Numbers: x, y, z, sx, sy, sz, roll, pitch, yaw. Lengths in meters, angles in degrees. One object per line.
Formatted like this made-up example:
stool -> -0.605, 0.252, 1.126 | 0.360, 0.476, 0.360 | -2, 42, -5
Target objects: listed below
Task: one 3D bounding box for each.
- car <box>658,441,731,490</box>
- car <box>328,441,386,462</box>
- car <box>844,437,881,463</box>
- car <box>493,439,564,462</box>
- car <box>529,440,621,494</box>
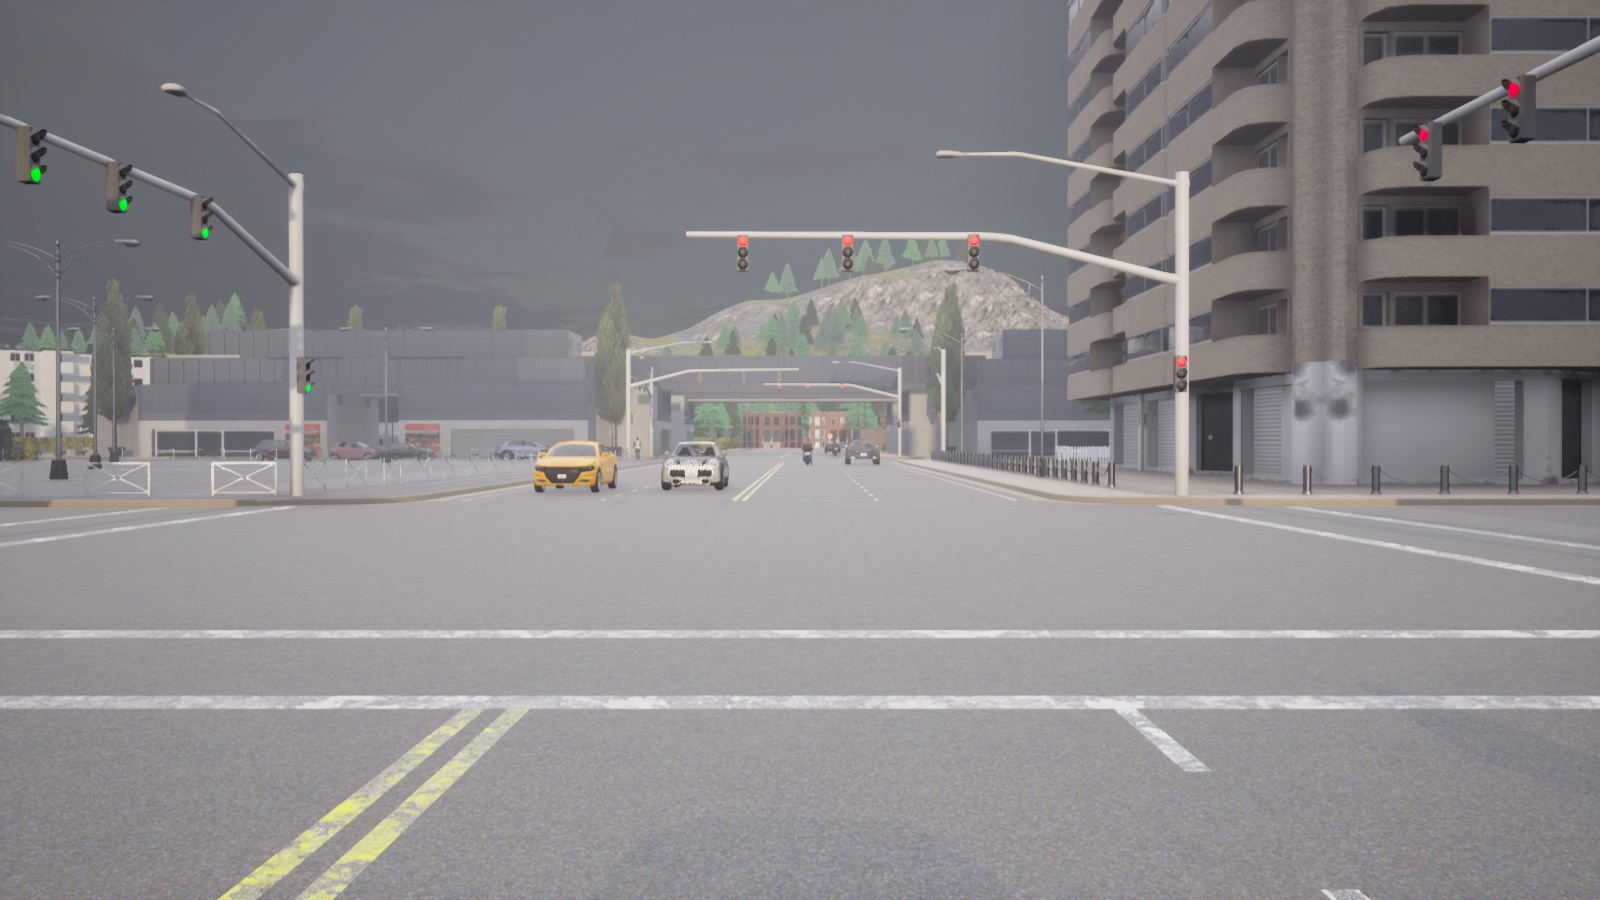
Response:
car -> -3.257, 0.445, 39.459 | 1.970, 1.475, 3.806 | 0, 0, 0
car -> -33.030, 0.106, 93.751 | 3.633, 1.501, 1.845 | 0, 0, 2
car -> 3.982, -0.012, 80.613 | 2.152, 1.651, 5.027 | 0, 0, 0
car -> -20.163, 0.035, 93.344 | 4.856, 1.649, 2.033 | 0, 0, 1
car -> -6.764, 0.463, 38.226 | 1.882, 1.535, 5.008 | 0, 0, 0
